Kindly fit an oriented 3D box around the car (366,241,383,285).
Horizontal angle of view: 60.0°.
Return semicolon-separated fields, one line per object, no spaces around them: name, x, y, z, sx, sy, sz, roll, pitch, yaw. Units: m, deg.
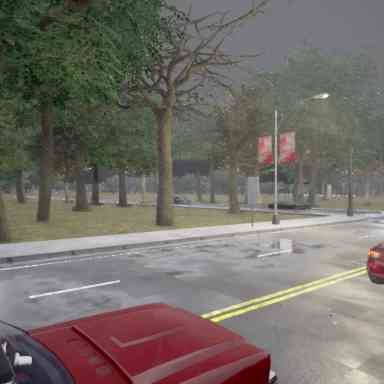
car;6.060;1.527;8.274;4.674;1.442;1.812;0;0;-38

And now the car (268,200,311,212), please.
car;11.153;1.586;38.024;1.895;1.301;4.718;0;0;-38

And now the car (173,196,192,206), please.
car;-1.943;1.469;54.646;1.837;1.490;4.892;0;0;-38

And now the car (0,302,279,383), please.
car;-1.517;1.601;2.278;4.718;1.301;1.895;0;0;-38
